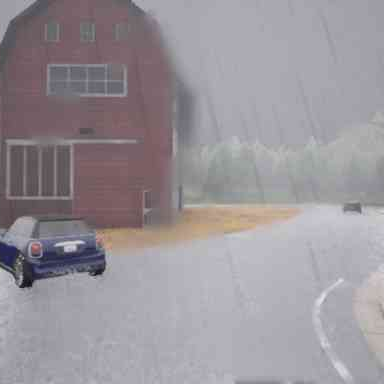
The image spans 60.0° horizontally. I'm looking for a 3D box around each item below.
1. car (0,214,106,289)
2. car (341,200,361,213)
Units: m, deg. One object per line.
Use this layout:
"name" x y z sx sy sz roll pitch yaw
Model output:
"car" -4.388 1.427 9.758 2.097 1.767 4.553 0 -1 -41
"car" 19.729 1.748 41.368 1.882 1.535 5.008 0 0 20
